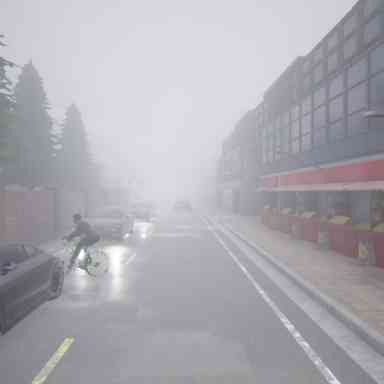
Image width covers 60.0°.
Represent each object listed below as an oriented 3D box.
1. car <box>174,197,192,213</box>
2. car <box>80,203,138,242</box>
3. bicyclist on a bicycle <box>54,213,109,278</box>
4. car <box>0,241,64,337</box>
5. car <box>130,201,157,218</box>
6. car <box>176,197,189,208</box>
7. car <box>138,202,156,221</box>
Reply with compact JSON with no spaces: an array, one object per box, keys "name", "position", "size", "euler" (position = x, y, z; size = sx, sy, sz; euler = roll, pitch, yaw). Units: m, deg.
[{"name":"car","position":[-1.039,1.492,37.786],"size":[2.128,1.511,4.902],"euler":[0,0,-2]},{"name":"car","position":[-4.057,1.502,16.513],"size":[1.837,1.490,4.892],"euler":[0,1,-2]},{"name":"bicyclist on a bicycle","position":[-2.926,1.399,8.738],"size":[1.656,1.620,0.582],"euler":[3,-4,7]},{"name":"car","position":[-3.720,1.561,5.571],"size":[1.994,1.385,4.181],"euler":[0,0,-2]},{"name":"car","position":[-4.476,1.601,31.265],"size":[1.895,1.301,4.718],"euler":[0,0,-1]},{"name":"car","position":[-1.388,1.477,48.354],"size":[1.882,1.535,5.008],"euler":[0,0,-1]},{"name":"car","position":[-4.273,1.564,26.655],"size":[1.994,1.385,4.181],"euler":[0,0,-2]}]
